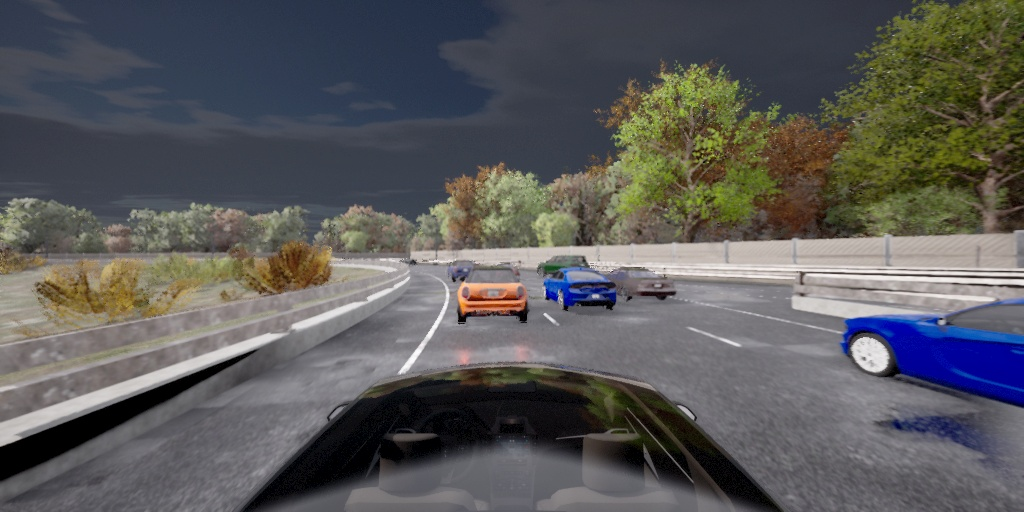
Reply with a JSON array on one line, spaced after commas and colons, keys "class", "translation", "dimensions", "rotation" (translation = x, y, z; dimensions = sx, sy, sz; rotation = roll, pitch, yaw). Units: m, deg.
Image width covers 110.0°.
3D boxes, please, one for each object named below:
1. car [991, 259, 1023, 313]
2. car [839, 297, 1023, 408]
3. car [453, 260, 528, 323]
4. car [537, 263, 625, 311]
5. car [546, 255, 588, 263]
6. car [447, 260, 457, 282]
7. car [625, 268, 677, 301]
[{"class": "car", "translation": [18.977, 1.014, 11.252], "dimensions": [2.097, 1.767, 4.553], "rotation": [0, 1, -42]}, {"class": "car", "translation": [6.856, 1.208, 4.314], "dimensions": [1.882, 1.535, 5.008], "rotation": [0, -1, -3]}, {"class": "car", "translation": [-0.745, 1.101, 12.319], "dimensions": [2.097, 1.767, 4.553], "rotation": [0, 0, -6]}, {"class": "car", "translation": [2.544, 1.218, 14.567], "dimensions": [1.882, 1.535, 5.008], "rotation": [0, 0, -7]}, {"class": "car", "translation": [4.501, 0.943, 32.044], "dimensions": [2.150, 2.045, 5.566], "rotation": [0, 0, -30]}, {"class": "car", "translation": [-4.155, 1.108, 29.729], "dimensions": [2.097, 1.767, 4.553], "rotation": [0, 0, -15]}, {"class": "car", "translation": [5.707, 1.275, 17.258], "dimensions": [2.033, 1.411, 5.357], "rotation": [0, 0, -7]}]
